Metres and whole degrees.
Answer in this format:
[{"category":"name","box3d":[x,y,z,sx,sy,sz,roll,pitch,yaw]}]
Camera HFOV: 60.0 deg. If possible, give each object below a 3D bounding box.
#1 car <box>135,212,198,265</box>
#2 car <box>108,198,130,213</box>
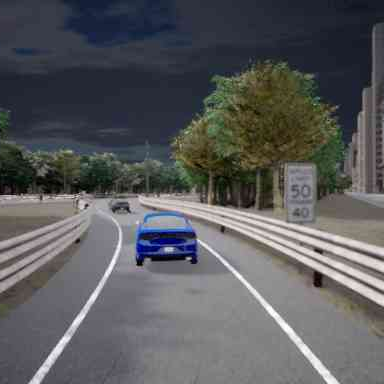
[{"category":"car","box3d":[-0.991,1.458,11.801,1.882,1.535,5.008,0,0,-8]},{"category":"car","box3d":[-7.848,1.380,35.626,1.837,1.490,4.892,0,1,-21]}]
